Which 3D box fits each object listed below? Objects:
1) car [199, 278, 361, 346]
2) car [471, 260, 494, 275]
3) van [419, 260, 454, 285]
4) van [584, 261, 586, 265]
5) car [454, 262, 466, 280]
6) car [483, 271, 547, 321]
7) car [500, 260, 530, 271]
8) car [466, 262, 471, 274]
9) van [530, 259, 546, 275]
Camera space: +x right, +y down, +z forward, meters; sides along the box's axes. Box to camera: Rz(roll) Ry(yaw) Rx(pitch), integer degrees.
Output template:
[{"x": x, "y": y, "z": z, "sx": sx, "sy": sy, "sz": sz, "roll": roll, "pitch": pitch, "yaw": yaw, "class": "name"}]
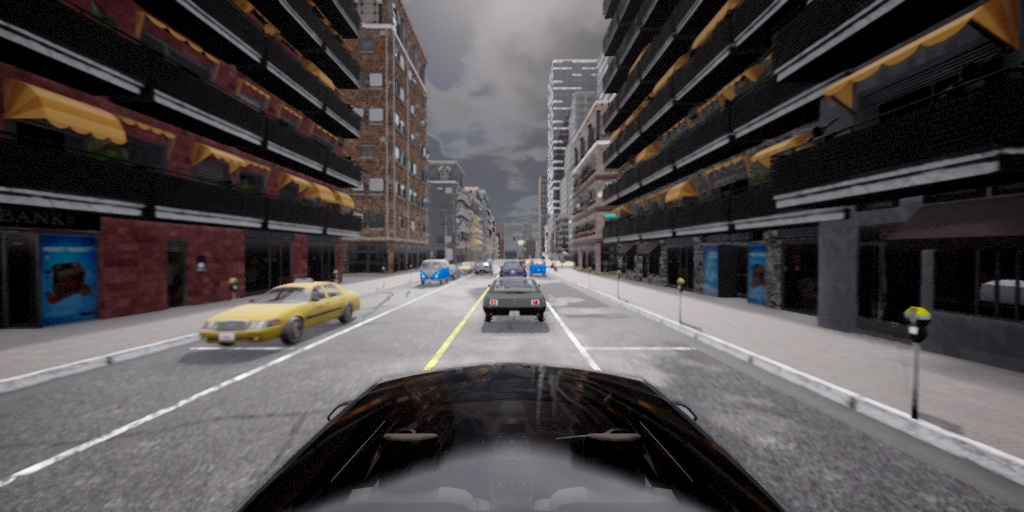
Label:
[{"x": -5.690, "y": 1.299, "z": 9.572, "sx": 1.751, "sy": 1.417, "sz": 4.829, "roll": 0, "pitch": 0, "yaw": 0, "class": "car"}, {"x": -3.082, "y": 1.429, "z": 39.898, "sx": 1.994, "sy": 1.385, "sz": 4.181, "roll": 0, "pitch": 0, "yaw": 0, "class": "car"}, {"x": -5.688, "y": 1.165, "z": 26.734, "sx": 1.690, "sy": 1.789, "sz": 3.998, "roll": 0, "pitch": 0, "yaw": 0, "class": "van"}, {"x": 14.697, "y": 1.303, "z": 61.042, "sx": 3.998, "sy": 1.789, "sz": 1.690, "roll": 0, "pitch": 0, "yaw": 0, "class": "van"}, {"x": -5.687, "y": 1.392, "z": 32.397, "sx": 2.007, "sy": 1.370, "sz": 4.403, "roll": 0, "pitch": 0, "yaw": 0, "class": "car"}, {"x": 0.084, "y": 1.383, "z": 12.592, "sx": 1.895, "sy": 1.301, "sz": 4.718, "roll": 0, "pitch": 0, "yaw": 0, "class": "car"}, {"x": 0.088, "y": 1.184, "z": 28.720, "sx": 2.097, "sy": 1.767, "sz": 4.553, "roll": 0, "pitch": 0, "yaw": 0, "class": "car"}, {"x": -5.685, "y": 1.402, "z": 43.555, "sx": 1.751, "sy": 1.417, "sz": 4.829, "roll": 0, "pitch": 0, "yaw": 0, "class": "car"}, {"x": 2.695, "y": 1.199, "z": 38.024, "sx": 1.690, "sy": 1.789, "sz": 3.998, "roll": 0, "pitch": 0, "yaw": 0, "class": "van"}]
